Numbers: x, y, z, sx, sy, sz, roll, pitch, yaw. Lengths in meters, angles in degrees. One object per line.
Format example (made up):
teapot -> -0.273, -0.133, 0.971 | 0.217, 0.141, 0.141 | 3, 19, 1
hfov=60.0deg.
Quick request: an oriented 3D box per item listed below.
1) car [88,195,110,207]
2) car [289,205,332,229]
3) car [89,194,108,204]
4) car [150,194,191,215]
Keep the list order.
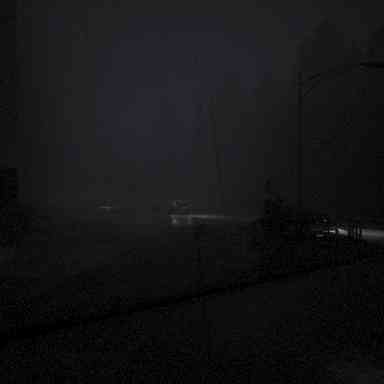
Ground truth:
car -> -14.570, 1.548, 52.019 | 2.033, 1.411, 5.357 | 0, 0, -35
car -> 6.934, 1.564, 21.856 | 1.994, 1.385, 4.181 | 0, 0, -35
car -> -18.068, 1.352, 63.976 | 2.097, 1.767, 4.553 | 0, 0, -35
car -> -2.366, 1.223, 34.870 | 2.150, 2.045, 5.566 | 0, 0, -36
